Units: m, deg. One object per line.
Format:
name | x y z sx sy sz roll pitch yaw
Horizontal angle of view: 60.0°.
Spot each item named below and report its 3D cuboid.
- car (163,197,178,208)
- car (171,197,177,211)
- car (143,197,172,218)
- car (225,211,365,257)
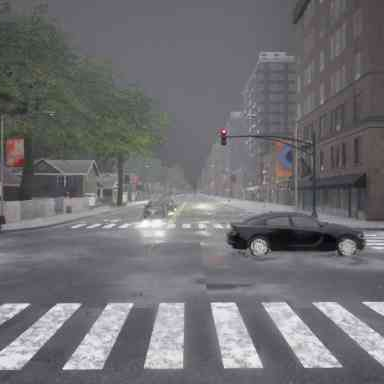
car | -3.182 1.555 49.901 1.812 1.442 4.674 0 0 0
car | -3.219 1.372 39.943 2.097 1.767 4.553 0 0 1
car | -3.252 1.504 30.209 2.128 1.511 4.902 0 0 0
car | 3.736 1.480 12.354 5.008 1.535 1.882 0 0 0
